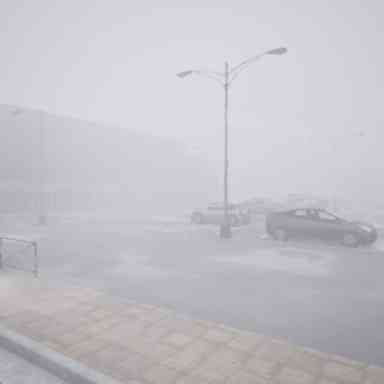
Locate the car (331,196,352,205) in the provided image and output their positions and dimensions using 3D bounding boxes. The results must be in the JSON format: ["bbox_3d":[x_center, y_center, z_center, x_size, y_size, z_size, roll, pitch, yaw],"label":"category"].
[{"bbox_3d":[24.597,1.493,55.318,3.633,1.501,1.845,0,0,35],"label":"car"}]

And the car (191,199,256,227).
[{"bbox_3d":[1.830,1.364,21.575,3.806,1.475,1.970,0,0,35],"label":"car"}]

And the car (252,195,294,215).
[{"bbox_3d":[5.232,1.282,27.026,5.027,1.636,2.152,0,0,35],"label":"car"}]

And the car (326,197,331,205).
[{"bbox_3d":[13.866,1.220,40.146,4.605,1.855,1.932,0,0,35],"label":"car"}]

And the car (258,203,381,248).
[{"bbox_3d":[5.522,1.467,14.541,4.514,1.523,2.007,0,0,35],"label":"car"}]

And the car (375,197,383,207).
[{"bbox_3d":[28.984,1.542,48.632,3.806,1.475,1.970,0,0,35],"label":"car"}]

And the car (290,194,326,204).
[{"bbox_3d":[12.544,1.203,37.525,3.866,1.878,1.905,0,0,35],"label":"car"}]
